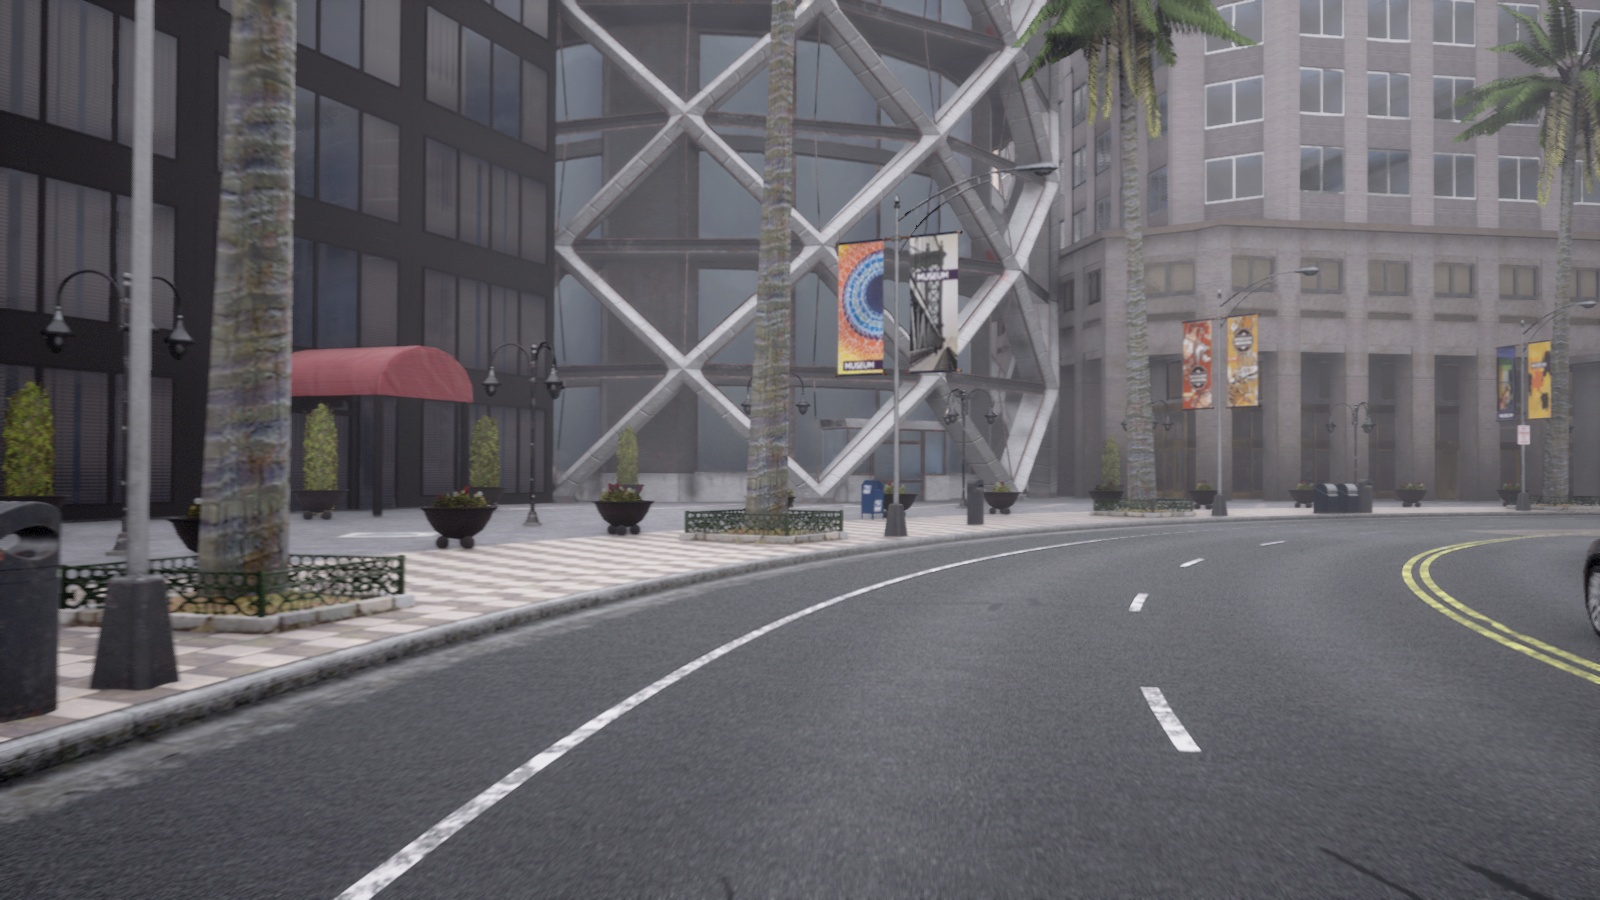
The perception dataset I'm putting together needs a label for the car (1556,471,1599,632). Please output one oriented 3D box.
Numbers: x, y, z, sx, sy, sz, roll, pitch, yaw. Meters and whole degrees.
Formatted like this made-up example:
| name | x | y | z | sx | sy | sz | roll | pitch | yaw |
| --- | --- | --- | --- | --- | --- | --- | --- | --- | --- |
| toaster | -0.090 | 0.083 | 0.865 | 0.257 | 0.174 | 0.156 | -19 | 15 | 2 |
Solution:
| name | x | y | z | sx | sy | sz | roll | pitch | yaw |
| --- | --- | --- | --- | --- | --- | --- | --- | --- | --- |
| car | 8.243 | 0.940 | 10.374 | 1.882 | 1.535 | 5.008 | 0 | -1 | 12 |
